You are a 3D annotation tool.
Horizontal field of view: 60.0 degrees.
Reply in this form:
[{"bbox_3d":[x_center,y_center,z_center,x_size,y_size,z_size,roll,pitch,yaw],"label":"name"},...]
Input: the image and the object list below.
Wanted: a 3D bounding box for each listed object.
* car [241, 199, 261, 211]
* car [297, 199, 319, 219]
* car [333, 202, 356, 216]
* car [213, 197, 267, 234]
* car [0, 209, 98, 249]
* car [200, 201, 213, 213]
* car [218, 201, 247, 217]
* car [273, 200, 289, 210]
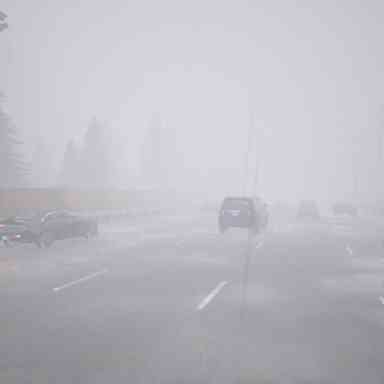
[{"bbox_3d":[7.759,1.697,43.382,1.994,1.385,4.181,0,0,19],"label":"car"},{"bbox_3d":[10.675,1.658,30.655,2.033,1.411,5.357,0,0,20],"label":"car"},{"bbox_3d":[15.882,1.740,34.873,1.895,1.301,4.718,0,0,19],"label":"car"},{"bbox_3d":[3.172,1.282,19.968,2.150,2.045,5.566,0,0,20],"label":"car"},{"bbox_3d":[-6.129,1.504,14.675,2.128,1.511,4.902,0,0,20],"label":"car"},{"bbox_3d":[2.540,1.703,38.623,1.895,1.301,4.718,0,0,21],"label":"car"},{"bbox_3d":[4.073,1.657,32.984,1.994,1.385,4.181,0,0,20],"label":"car"},{"bbox_3d":[12.365,1.755,45.903,1.895,1.301,4.718,0,0,19],"label":"car"}]
